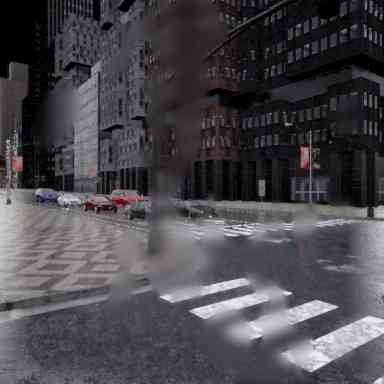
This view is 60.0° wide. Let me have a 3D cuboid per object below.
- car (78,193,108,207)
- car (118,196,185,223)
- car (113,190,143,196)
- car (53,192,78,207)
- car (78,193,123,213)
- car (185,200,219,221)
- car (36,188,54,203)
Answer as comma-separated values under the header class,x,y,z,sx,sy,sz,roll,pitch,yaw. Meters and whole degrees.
class,x,y,z,sx,sy,sz,roll,pitch,yaw
car,-12.470,0.929,41.792,2.128,1.511,4.902,0,1,-36
car,-2.998,1.284,23.236,2.033,1.411,5.357,0,1,-35
car,-6.351,0.811,33.354,2.150,2.045,5.566,0,1,-36
car,-14.398,0.986,38.892,1.812,1.442,4.674,0,1,-35
car,-8.599,1.080,30.918,1.882,1.535,5.008,0,1,-36
car,-0.393,1.280,25.095,2.033,1.411,5.357,0,1,-39
car,-21.105,0.511,48.241,2.150,2.045,5.566,0,1,-36
